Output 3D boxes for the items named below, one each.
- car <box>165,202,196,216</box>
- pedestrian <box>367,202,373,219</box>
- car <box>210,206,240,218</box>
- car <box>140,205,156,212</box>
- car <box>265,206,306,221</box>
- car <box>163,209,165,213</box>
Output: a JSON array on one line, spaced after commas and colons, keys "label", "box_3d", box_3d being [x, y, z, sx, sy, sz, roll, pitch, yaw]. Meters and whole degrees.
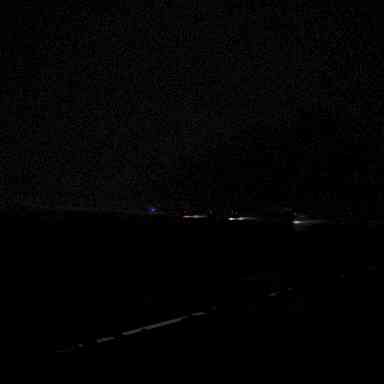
[{"label": "car", "box_3d": [-1.591, 2.644, 52.755, 2.150, 2.045, 5.566, 1, -2, -33]}, {"label": "pedestrian", "box_3d": [18.911, 1.917, 35.292, 0.375, 1.860, 0.375, -2, 1, -33]}, {"label": "car", "box_3d": [4.270, 2.581, 43.776, 1.837, 1.490, 4.892, 1, -2, -33]}, {"label": "car", "box_3d": [-9.418, 3.569, 71.262, 1.812, 1.442, 4.674, 1, -2, -33]}, {"label": "car", "box_3d": [9.793, 2.259, 35.342, 1.812, 1.442, 4.674, 1, -2, -33]}, {"label": "car", "box_3d": [-3.704, 3.347, 62.699, 1.895, 1.301, 4.718, 1, -2, -33]}]
